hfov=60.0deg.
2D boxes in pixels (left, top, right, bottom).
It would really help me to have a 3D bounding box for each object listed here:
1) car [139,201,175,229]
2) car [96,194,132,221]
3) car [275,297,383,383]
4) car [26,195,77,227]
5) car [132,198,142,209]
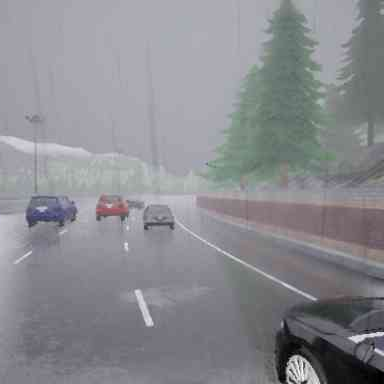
[{"bbox_3d":[-2.194,1.541,21.386,2.033,1.411,5.357,0,0,-9],"label":"car"},{"bbox_3d":[-6.456,1.214,27.453,2.150,2.045,5.566,0,0,-6],"label":"car"},{"bbox_3d":[2.378,1.490,2.042,2.128,1.511,4.902,0,0,-18],"label":"car"},{"bbox_3d":[-9.433,1.216,22.724,2.150,2.045,5.566,0,0,-8],"label":"car"},{"bbox_3d":[-7.173,1.493,42.357,1.837,1.490,4.892,0,0,0],"label":"car"}]
